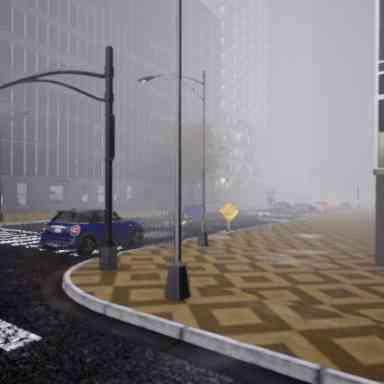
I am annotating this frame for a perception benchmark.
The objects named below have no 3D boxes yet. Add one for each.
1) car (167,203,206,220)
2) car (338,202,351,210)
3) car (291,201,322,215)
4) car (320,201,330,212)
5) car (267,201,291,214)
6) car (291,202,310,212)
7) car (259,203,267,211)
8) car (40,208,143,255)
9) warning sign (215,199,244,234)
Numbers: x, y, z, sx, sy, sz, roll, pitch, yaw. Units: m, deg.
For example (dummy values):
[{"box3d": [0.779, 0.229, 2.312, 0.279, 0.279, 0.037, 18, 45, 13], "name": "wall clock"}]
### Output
[{"box3d": [-0.444, 1.860, 32.704, 1.882, 1.535, 5.008, 1, -1, 33], "name": "car"}, {"box3d": [30.467, 2.750, 66.437, 1.812, 1.442, 4.674, 1, -1, 33], "name": "car"}, {"box3d": [15.795, 2.325, 45.645, 2.033, 1.411, 5.357, 1, -1, 33], "name": "car"}, {"box3d": [20.883, 2.294, 53.645, 2.097, 1.767, 4.553, 1, -1, 33], "name": "car"}, {"box3d": [12.834, 2.098, 47.054, 2.097, 1.767, 4.553, 1, -1, 33], "name": "car"}, {"box3d": [18.164, 2.423, 55.429, 1.837, 1.490, 4.892, 1, -1, 33], "name": "car"}, {"box3d": [12.169, 2.390, 52.141, 1.895, 1.301, 4.718, 1, -1, 33], "name": "car"}, {"box3d": [-4.031, 1.479, 14.261, 2.097, 1.767, 4.553, 1, -1, 26], "name": "car"}, {"box3d": [2.151, 1.395, 19.241, 1.300, 1.860, 1.060, 2, 1, 33], "name": "warning sign"}]
